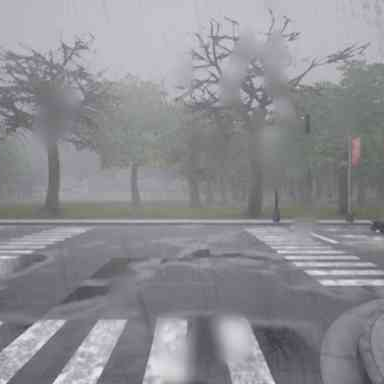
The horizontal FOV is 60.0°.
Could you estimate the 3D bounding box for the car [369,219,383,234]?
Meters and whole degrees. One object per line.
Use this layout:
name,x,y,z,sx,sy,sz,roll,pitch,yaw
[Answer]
car,11.792,1.536,16.381,5.357,1.411,2.033,0,0,0
